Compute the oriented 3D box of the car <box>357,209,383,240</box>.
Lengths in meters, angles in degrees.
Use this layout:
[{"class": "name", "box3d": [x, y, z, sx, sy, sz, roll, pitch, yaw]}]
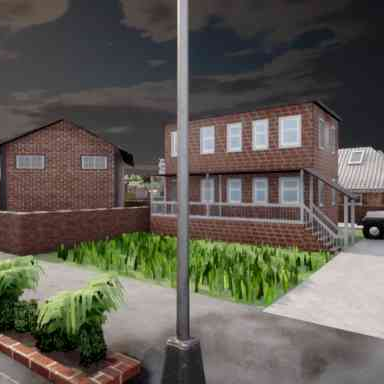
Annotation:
[{"class": "car", "box3d": [8.493, 0.973, 12.590, 3.866, 1.878, 1.905, 0, 0, 36]}]
